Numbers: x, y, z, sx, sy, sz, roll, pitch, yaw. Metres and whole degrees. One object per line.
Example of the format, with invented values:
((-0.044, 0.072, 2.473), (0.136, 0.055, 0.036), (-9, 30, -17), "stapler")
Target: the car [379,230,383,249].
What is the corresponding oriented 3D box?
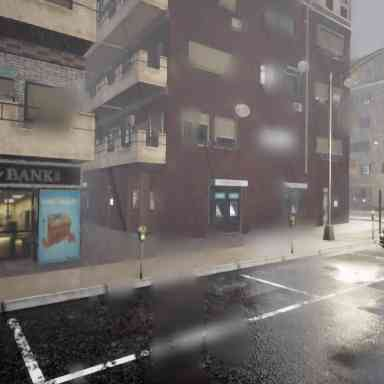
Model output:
((9.077, 1.554, 13.107), (4.403, 1.369, 2.008), (0, 1, -35), "car")
